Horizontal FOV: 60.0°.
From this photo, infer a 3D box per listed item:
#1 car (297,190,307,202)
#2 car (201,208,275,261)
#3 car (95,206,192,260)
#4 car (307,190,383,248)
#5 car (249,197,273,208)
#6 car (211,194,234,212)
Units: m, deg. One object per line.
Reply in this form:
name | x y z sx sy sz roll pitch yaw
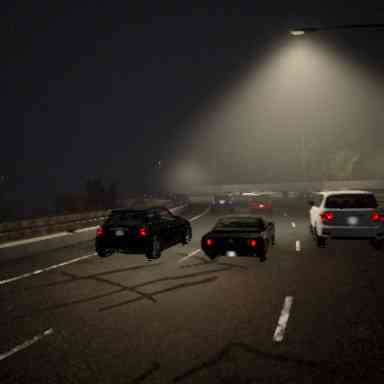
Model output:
car | 16.519 0.527 47.790 2.097 1.767 4.553 -1 1 26
car | 1.853 1.461 11.754 1.895 1.301 4.718 -1 0 19
car | -1.606 1.299 12.561 2.097 1.767 4.553 -1 0 19
car | 6.039 0.956 13.455 2.150 2.045 5.566 -1 1 17
car | 6.311 1.151 30.728 1.994 1.385 4.181 -1 0 8
car | 3.100 1.007 33.042 2.097 1.767 4.553 -2 0 8
